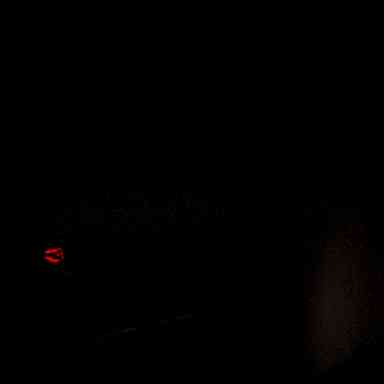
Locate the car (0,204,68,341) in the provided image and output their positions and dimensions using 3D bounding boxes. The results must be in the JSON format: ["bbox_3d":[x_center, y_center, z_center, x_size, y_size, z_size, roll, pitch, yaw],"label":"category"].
[{"bbox_3d":[-4.788,1.208,4.893,5.566,2.045,2.150,1,0,-35],"label":"car"}]
